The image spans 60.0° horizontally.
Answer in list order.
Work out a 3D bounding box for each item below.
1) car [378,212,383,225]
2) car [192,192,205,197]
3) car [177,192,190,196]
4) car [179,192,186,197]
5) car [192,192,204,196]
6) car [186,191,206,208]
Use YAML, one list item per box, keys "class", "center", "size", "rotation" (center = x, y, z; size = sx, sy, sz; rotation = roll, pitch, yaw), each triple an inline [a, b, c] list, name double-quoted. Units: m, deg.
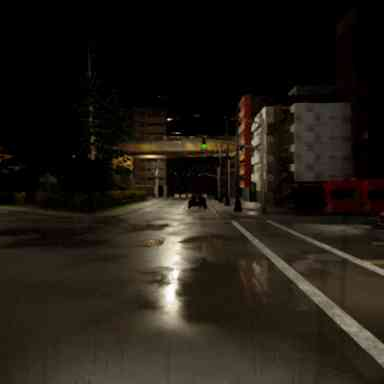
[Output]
- class: "car"
  center: [13.400, 1.353, 19.052]
  size: [5.008, 1.535, 1.882]
  rotation: [0, 1, 0]
- class: "car"
  center: [1.721, 0.656, 92.899]
  size: [2.038, 1.542, 4.974]
  rotation: [0, 1, -20]
- class: "car"
  center: [-2.414, 0.513, 93.306]
  size: [1.853, 1.218, 4.536]
  rotation: [0, 1, 25]
- class: "car"
  center: [-2.435, 0.671, 93.260]
  size: [2.038, 1.542, 4.974]
  rotation: [0, 1, 25]
- class: "car"
  center: [1.702, 0.498, 92.947]
  size: [1.853, 1.218, 4.536]
  rotation: [0, 1, -20]
- class: "car"
  center: [0.629, 1.002, 39.881]
  size: [2.097, 1.767, 4.553]
  rotation: [0, 0, 1]
